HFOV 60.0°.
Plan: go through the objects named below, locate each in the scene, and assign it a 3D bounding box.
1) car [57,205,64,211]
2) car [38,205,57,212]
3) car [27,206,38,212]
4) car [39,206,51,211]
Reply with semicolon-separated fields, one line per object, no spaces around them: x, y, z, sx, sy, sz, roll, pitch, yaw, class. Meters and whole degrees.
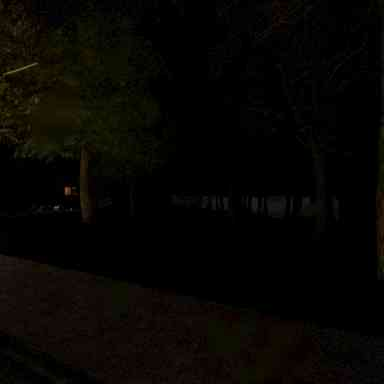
-35.179;4.238;87.531;2.128;1.511;4.902;0;-2;-9;car
-33.465;3.886;77.248;1.837;1.490;4.892;0;-2;-9;car
-36.733;3.911;77.090;1.837;1.490;4.892;0;-2;-9;car
-38.385;4.274;86.995;1.994;1.385;4.181;0;-2;-9;car
